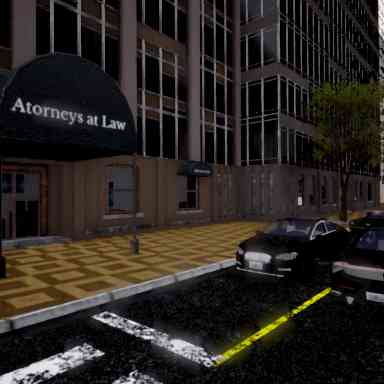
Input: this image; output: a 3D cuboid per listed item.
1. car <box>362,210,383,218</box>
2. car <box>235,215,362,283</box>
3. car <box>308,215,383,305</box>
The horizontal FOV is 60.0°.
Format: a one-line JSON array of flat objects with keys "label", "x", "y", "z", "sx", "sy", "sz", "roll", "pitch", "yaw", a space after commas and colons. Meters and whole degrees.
[{"label": "car", "x": 9.936, "y": 1.636, "z": 17.696, "sx": 1.895, "sy": 1.301, "sz": 4.718, "roll": -1, "pitch": -1, "yaw": 41}, {"label": "car", "x": 3.172, "y": 1.523, "z": 9.945, "sx": 2.128, "sy": 1.511, "sz": 4.902, "roll": -1, "pitch": 0, "yaw": 41}, {"label": "car", "x": 4.587, "y": 1.496, "z": 7.232, "sx": 2.128, "sy": 1.511, "sz": 4.902, "roll": -1, "pitch": 0, "yaw": 41}]
